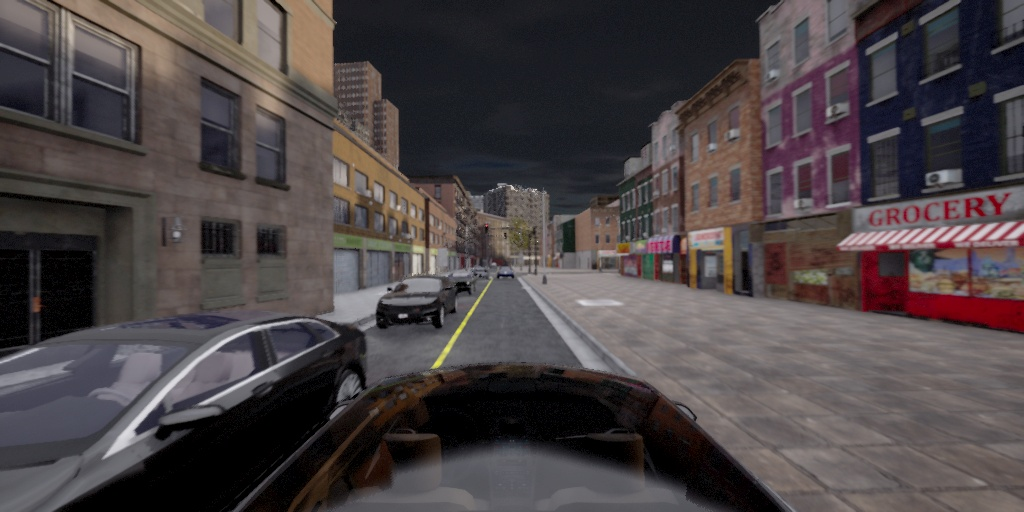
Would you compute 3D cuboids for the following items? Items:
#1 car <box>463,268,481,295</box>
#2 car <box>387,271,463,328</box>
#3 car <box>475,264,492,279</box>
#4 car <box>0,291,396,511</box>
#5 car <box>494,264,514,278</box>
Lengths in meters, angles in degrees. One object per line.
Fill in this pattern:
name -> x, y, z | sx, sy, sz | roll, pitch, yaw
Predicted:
car -> -3.236, 1.646, 22.400 | 1.895, 1.301, 4.718 | -1, -1, -1
car -> -3.023, 1.392, 12.268 | 1.882, 1.535, 5.008 | -1, -1, -1
car -> -3.514, 1.872, 39.096 | 1.994, 1.385, 4.181 | -1, -1, -1
car -> -2.799, 1.285, 2.814 | 2.128, 1.511, 4.902 | -1, -1, 0
car -> -0.738, 1.836, 41.911 | 1.994, 1.385, 4.181 | -1, -1, -1
